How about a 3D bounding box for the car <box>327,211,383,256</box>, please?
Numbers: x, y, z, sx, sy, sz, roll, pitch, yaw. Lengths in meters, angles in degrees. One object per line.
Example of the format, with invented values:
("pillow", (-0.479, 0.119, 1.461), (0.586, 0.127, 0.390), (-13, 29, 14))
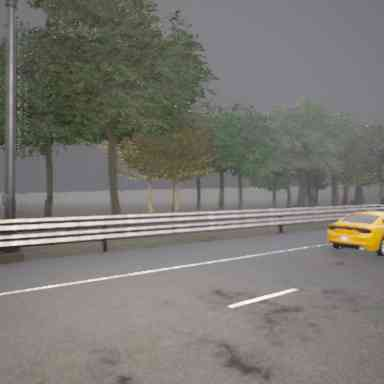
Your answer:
("car", (7.514, 1.520, 13.441), (5.008, 1.535, 1.882), (0, 0, -35))
